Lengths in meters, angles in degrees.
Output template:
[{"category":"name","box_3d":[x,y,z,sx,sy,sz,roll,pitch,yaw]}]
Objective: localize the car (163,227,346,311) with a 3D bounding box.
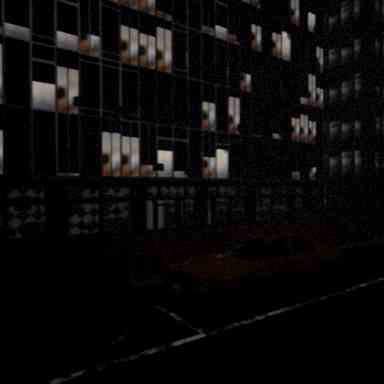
[{"category":"car","box_3d":[1.662,1.528,7.751,4.829,1.417,1.752,0,-1,-35]}]

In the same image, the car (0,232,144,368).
[{"category":"car","box_3d":[-2.829,1.440,4.552,4.097,1.590,1.967,0,-1,-35]}]
